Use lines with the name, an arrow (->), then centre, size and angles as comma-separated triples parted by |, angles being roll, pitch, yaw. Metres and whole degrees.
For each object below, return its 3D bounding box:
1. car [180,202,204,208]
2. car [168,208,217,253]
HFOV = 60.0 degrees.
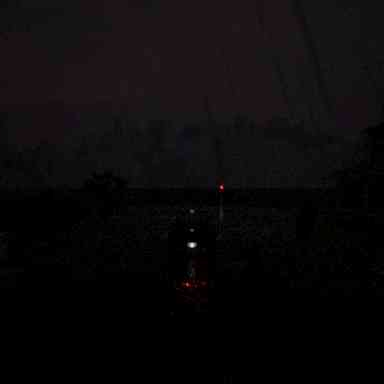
car -> 0.021, 1.629, 29.084 | 2.097, 1.767, 4.553 | 0, -1, 0
car -> 0.013, 1.645, 14.293 | 1.837, 1.490, 4.892 | 0, 0, 0
